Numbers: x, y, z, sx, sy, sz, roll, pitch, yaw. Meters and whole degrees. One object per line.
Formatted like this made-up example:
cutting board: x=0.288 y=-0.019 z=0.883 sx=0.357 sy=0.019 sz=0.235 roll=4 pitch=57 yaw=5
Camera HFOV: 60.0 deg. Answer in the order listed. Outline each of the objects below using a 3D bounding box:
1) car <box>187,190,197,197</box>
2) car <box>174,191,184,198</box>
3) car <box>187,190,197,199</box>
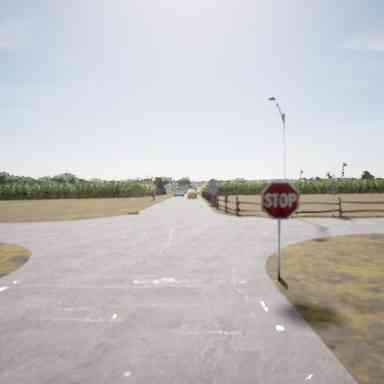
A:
car: x=0.089 y=0.317 z=74.489 sx=2.128 sy=1.511 sz=4.902 roll=0 pitch=0 yaw=0
car: x=-2.668 y=0.473 z=68.660 sx=1.812 sy=1.442 sz=4.674 roll=0 pitch=1 yaw=0
car: x=0.077 y=0.543 z=64.068 sx=1.882 sy=1.535 sz=5.008 roll=0 pitch=1 yaw=0
